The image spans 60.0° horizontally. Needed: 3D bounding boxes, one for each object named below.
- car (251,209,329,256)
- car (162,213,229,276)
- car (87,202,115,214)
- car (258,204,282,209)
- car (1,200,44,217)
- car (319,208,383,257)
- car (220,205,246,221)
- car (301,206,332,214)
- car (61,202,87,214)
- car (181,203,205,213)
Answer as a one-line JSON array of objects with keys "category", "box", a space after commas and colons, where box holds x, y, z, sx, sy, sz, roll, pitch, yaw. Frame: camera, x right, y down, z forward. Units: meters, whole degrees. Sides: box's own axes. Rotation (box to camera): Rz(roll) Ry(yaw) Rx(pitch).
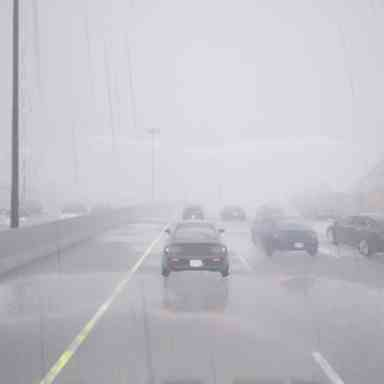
[{"category": "car", "box": [3.617, 1.637, 13.534, 1.812, 1.442, 4.674, 0, 0, 0]}, {"category": "car", "box": [0.089, 1.612, 10.533, 1.812, 1.442, 4.674, 0, 0, 0]}, {"category": "car", "box": [-10.539, 1.883, 39.477, 1.994, 1.385, 4.181, 0, 0, 1]}, {"category": "car", "box": [7.106, 1.774, 30.341, 1.812, 1.442, 4.674, 0, 0, 0]}, {"category": "car", "box": [-17.574, 1.635, 35.121, 2.097, 1.767, 4.553, 0, 0, 0]}, {"category": "car", "box": [7.102, 1.616, 13.400, 1.837, 1.490, 4.892, 0, 0, 0]}, {"category": "car", "box": [3.606, 1.808, 29.841, 1.994, 1.385, 4.181, 0, 0, 0]}, {"category": "car", "box": [10.605, 1.829, 27.732, 1.895, 1.301, 4.718, 0, 0, 0]}, {"category": "car", "box": [-14.036, 1.886, 39.868, 1.994, 1.385, 4.181, 0, 0, 1]}, {"category": "car", "box": [0.107, 1.744, 29.339, 1.837, 1.490, 4.892, 0, 0, 0]}]
